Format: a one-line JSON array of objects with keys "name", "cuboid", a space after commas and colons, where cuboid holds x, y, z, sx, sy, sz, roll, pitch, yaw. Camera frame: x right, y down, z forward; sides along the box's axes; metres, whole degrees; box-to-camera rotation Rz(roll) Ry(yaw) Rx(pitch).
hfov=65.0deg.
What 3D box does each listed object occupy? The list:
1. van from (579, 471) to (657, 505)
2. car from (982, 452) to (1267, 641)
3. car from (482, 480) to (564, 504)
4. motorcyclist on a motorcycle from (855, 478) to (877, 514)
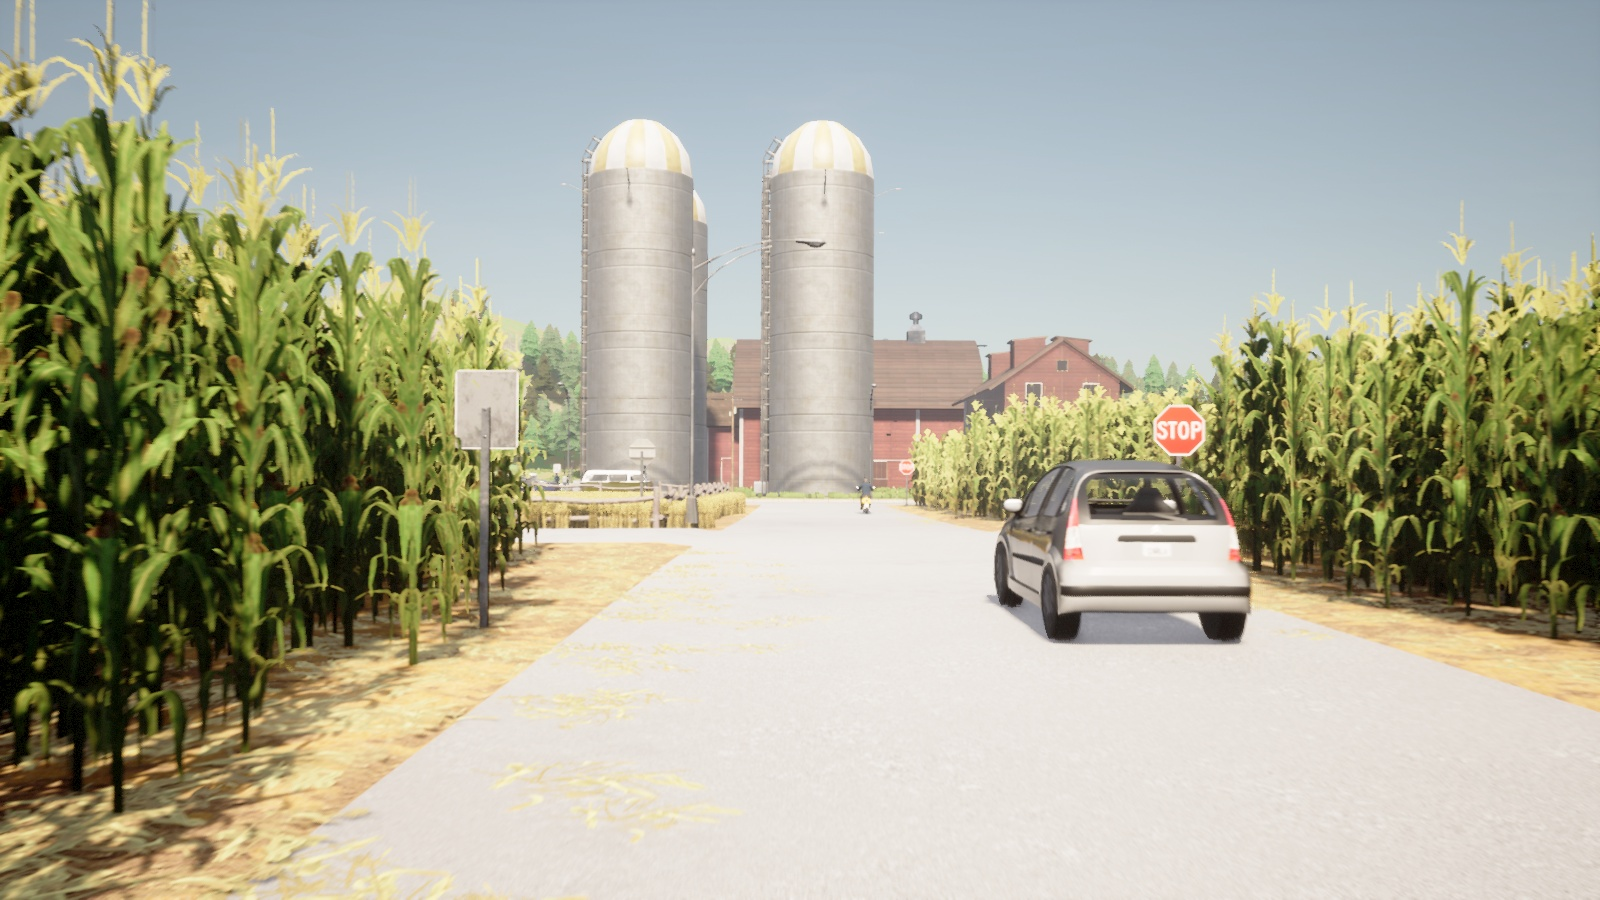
[{"name": "van", "cuboid": [-11.133, 2.333, 77.204, 4.480, 2.038, 2.069, -1, -1, 0]}, {"name": "car", "cuboid": [3.068, 0.846, 12.757, 1.851, 1.617, 3.988, 0, -1, 0]}, {"name": "car", "cuboid": [-17.772, 2.710, 80.665, 4.792, 1.488, 2.163, 0, -1, 0]}, {"name": "motorcyclist on a motorcycle", "cuboid": [2.964, 2.036, 56.433, 0.866, 1.590, 1.817, 0, -1, 0]}]
